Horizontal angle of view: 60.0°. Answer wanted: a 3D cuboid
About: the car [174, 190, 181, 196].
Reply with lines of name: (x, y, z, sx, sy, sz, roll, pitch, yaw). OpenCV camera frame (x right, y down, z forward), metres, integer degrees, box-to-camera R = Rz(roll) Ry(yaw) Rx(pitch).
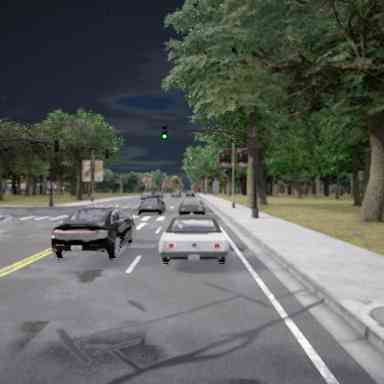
car: (-3.659, 0.332, 84.847, 1.812, 1.442, 4.674, 0, 0, 0)

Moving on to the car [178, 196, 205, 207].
car: (-0.020, 1.189, 25.144, 1.895, 1.301, 4.718, 0, 1, 0)

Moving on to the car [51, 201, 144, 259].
car: (-3.204, 1.286, 11.614, 2.128, 1.511, 4.902, 0, 1, 0)

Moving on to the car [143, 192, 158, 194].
car: (-6.823, 0.750, 51.196, 1.882, 1.535, 5.008, 0, 1, 0)

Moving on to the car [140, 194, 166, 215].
car: (-3.282, 1.115, 27.864, 1.994, 1.385, 4.181, 0, 1, 0)

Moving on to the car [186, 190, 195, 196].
car: (-0.360, 0.390, 74.793, 2.097, 1.767, 4.553, 0, 0, 0)

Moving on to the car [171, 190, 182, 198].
car: (-3.611, 0.588, 74.841, 1.994, 1.385, 4.181, 0, 0, 0)

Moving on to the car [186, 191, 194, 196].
car: (-0.409, 0.361, 84.863, 1.994, 1.385, 4.181, 0, 0, 0)

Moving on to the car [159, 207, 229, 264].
car: (0.046, 1.405, 11.021, 1.895, 1.301, 4.718, 0, 1, 0)

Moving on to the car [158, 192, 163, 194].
car: (-6.829, 0.673, 66.641, 1.994, 1.385, 4.181, 0, 1, 0)
